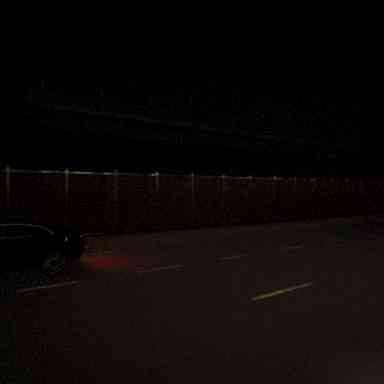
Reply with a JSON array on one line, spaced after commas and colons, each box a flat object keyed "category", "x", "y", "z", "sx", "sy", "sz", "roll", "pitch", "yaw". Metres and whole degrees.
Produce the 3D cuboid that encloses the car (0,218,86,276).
[{"category": "car", "x": -5.346, "y": 1.490, "z": 8.776, "sx": 4.902, "sy": 1.511, "sz": 2.128, "roll": 0, "pitch": 0, "yaw": -35}]
